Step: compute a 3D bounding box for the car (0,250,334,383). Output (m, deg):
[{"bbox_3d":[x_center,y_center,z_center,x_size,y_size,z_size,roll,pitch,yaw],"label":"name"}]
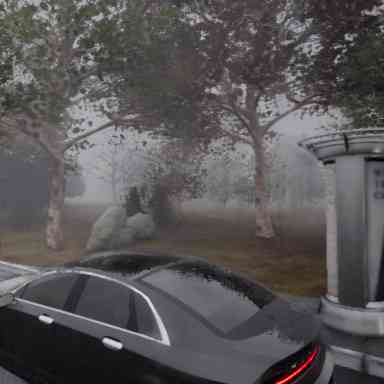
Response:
[{"bbox_3d":[-0.936,1.493,4.043,4.892,1.490,1.837,0,0,35],"label":"car"}]
